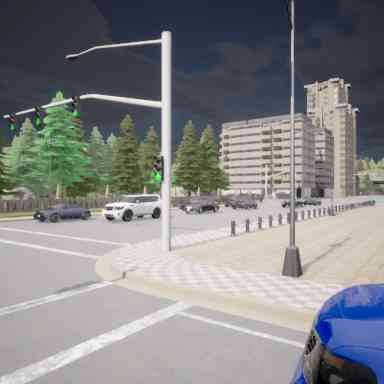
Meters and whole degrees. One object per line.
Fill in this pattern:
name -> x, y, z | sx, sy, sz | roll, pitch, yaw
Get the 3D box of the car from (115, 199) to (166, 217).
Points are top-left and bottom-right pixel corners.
car -> -4.988, 1.491, 32.732 | 2.128, 1.511, 4.902 | 0, 0, 35

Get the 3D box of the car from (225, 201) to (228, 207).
car -> 6.511, 1.564, 48.799 | 1.994, 1.385, 4.181 | 0, 0, 36

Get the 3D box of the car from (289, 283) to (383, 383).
car -> 3.350, 1.221, 1.577 | 5.566, 2.045, 2.150 | 0, 0, 36

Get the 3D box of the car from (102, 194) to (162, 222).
car -> -4.657, 1.221, 27.166 | 2.150, 2.045, 5.566 | 0, 0, 35

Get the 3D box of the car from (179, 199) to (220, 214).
car -> 1.106, 1.491, 35.247 | 2.128, 1.511, 4.902 | 0, 0, 36

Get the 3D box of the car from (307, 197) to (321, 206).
car -> 20.214, 1.564, 55.688 | 1.994, 1.385, 4.181 | 0, 0, 35

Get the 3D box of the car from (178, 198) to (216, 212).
car -> 0.688, 1.547, 40.689 | 2.033, 1.411, 5.357 | 0, 0, 36

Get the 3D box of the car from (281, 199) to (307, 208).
car -> 14.431, 1.601, 47.576 | 1.895, 1.301, 4.718 | 0, 0, 35

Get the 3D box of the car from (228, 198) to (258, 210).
car -> 6.931, 1.564, 43.390 | 1.994, 1.385, 4.181 | 0, 0, 36

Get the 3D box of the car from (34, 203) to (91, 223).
car -> -9.950, 1.564, 25.771 | 1.994, 1.385, 4.181 | 0, 0, 35
